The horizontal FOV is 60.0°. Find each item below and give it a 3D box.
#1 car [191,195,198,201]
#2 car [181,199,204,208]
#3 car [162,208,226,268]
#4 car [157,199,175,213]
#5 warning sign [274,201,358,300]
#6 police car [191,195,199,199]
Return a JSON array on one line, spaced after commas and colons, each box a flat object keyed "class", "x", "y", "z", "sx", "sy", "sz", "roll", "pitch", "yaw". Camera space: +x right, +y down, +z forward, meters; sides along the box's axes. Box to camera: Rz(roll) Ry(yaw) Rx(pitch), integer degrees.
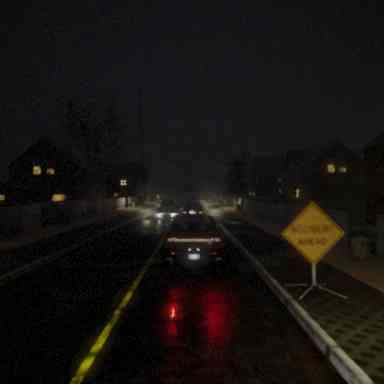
[{"class": "car", "x": 0.762, "y": 1.529, "z": 92.059, "sx": 1.801, "sy": 1.575, "sz": 5.366, "roll": 0, "pitch": 0, "yaw": 0}, {"class": "car", "x": 0.064, "y": 1.584, "z": 27.291, "sx": 2.033, "sy": 1.411, "sz": 5.357, "roll": 0, "pitch": 0, "yaw": 0}, {"class": "car", "x": 0.067, "y": 1.510, "z": 11.310, "sx": 2.128, "sy": 1.511, "sz": 4.902, "roll": 0, "pitch": 0, "yaw": 0}, {"class": "car", "x": -2.872, "y": 1.573, "z": 38.075, "sx": 1.812, "sy": 1.442, "sz": 4.674, "roll": 0, "pitch": 0, "yaw": 0}, {"class": "warning sign", "x": 2.498, "y": 1.127, "z": 6.876, "sx": 1.300, "sy": 1.860, "sz": 1.060, "roll": -1, "pitch": -1, "yaw": 0}, {"class": "police car", "x": 0.768, "y": 1.498, "z": 81.976, "sx": 1.930, "sy": 1.638, "sz": 5.238, "roll": 0, "pitch": 0, "yaw": 0}]
